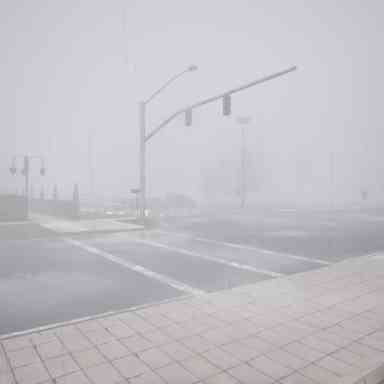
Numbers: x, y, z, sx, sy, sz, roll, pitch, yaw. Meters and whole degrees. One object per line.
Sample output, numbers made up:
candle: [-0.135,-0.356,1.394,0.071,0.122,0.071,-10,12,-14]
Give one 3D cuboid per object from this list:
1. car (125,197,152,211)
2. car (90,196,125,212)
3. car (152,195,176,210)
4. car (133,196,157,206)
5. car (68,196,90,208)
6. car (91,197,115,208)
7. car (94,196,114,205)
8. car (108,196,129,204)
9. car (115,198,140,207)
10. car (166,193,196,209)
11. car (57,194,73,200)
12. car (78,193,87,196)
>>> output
car: [-7.523,1.547,42.077,2.033,1.411,5.357,0,0,-36]
car: [-10.103,1.526,39.679,1.812,1.442,4.674,0,0,-36]
car: [-4.578,1.505,43.976,1.837,1.490,4.892,0,0,-36]
car: [-7.747,1.505,54.261,1.837,1.490,4.892,0,0,-36]
car: [-15.512,1.601,47.082,1.895,1.301,4.718,0,0,-36]
car: [-13.432,1.505,50.172,1.837,1.490,4.892,0,0,-36]
car: [-15.844,1.505,59.455,1.837,1.490,4.892,0,0,-36]
car: [-13.914,1.547,62.772,2.033,1.411,5.357,0,0,-36]
car: [-9.996,1.601,51.398,1.895,1.301,4.718,0,0,-36]
car: [-1.759,1.221,46.055,2.150,2.045,5.566,0,0,-36]
car: [-21.623,1.505,55.490,1.837,1.490,4.892,0,0,-36]
car: [-19.723,1.221,58.838,2.150,2.045,5.566,0,0,-36]
